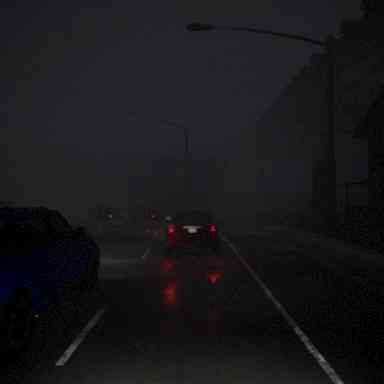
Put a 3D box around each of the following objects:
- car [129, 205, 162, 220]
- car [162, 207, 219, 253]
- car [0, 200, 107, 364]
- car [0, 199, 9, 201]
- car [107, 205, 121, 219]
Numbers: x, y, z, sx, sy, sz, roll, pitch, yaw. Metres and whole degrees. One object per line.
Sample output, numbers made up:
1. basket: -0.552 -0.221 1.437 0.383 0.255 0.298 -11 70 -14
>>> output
1. car: -4.556 1.902 31.975 1.895 1.301 4.718 0 -1 -28
2. car: -0.086 1.490 14.635 2.097 1.767 4.553 0 -1 -3
3. car: -3.405 1.280 6.079 2.150 2.045 5.566 0 0 0
4. car: -10.671 1.377 16.518 2.150 2.045 5.566 1 -1 -5
5. car: -8.478 1.901 31.799 1.895 1.301 4.718 0 -1 -31
